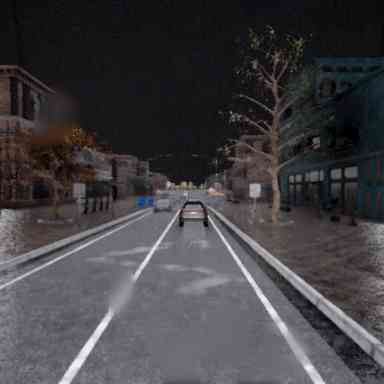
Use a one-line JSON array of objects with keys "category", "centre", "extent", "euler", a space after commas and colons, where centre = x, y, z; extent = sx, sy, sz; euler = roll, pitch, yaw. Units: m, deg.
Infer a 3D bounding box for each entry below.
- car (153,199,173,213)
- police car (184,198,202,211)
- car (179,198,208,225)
[{"category": "car", "centre": [-3.088, 1.507, 36.290], "extent": [1.837, 1.490, 4.892], "euler": [0, 0, 0]}, {"category": "police car", "centre": [0.102, 1.558, 41.750], "extent": [2.038, 1.542, 4.974], "euler": [0, -1, 0]}, {"category": "car", "centre": [0.101, 1.430, 23.787], "extent": [2.033, 1.649, 4.856], "euler": [0, 0, 0]}]
